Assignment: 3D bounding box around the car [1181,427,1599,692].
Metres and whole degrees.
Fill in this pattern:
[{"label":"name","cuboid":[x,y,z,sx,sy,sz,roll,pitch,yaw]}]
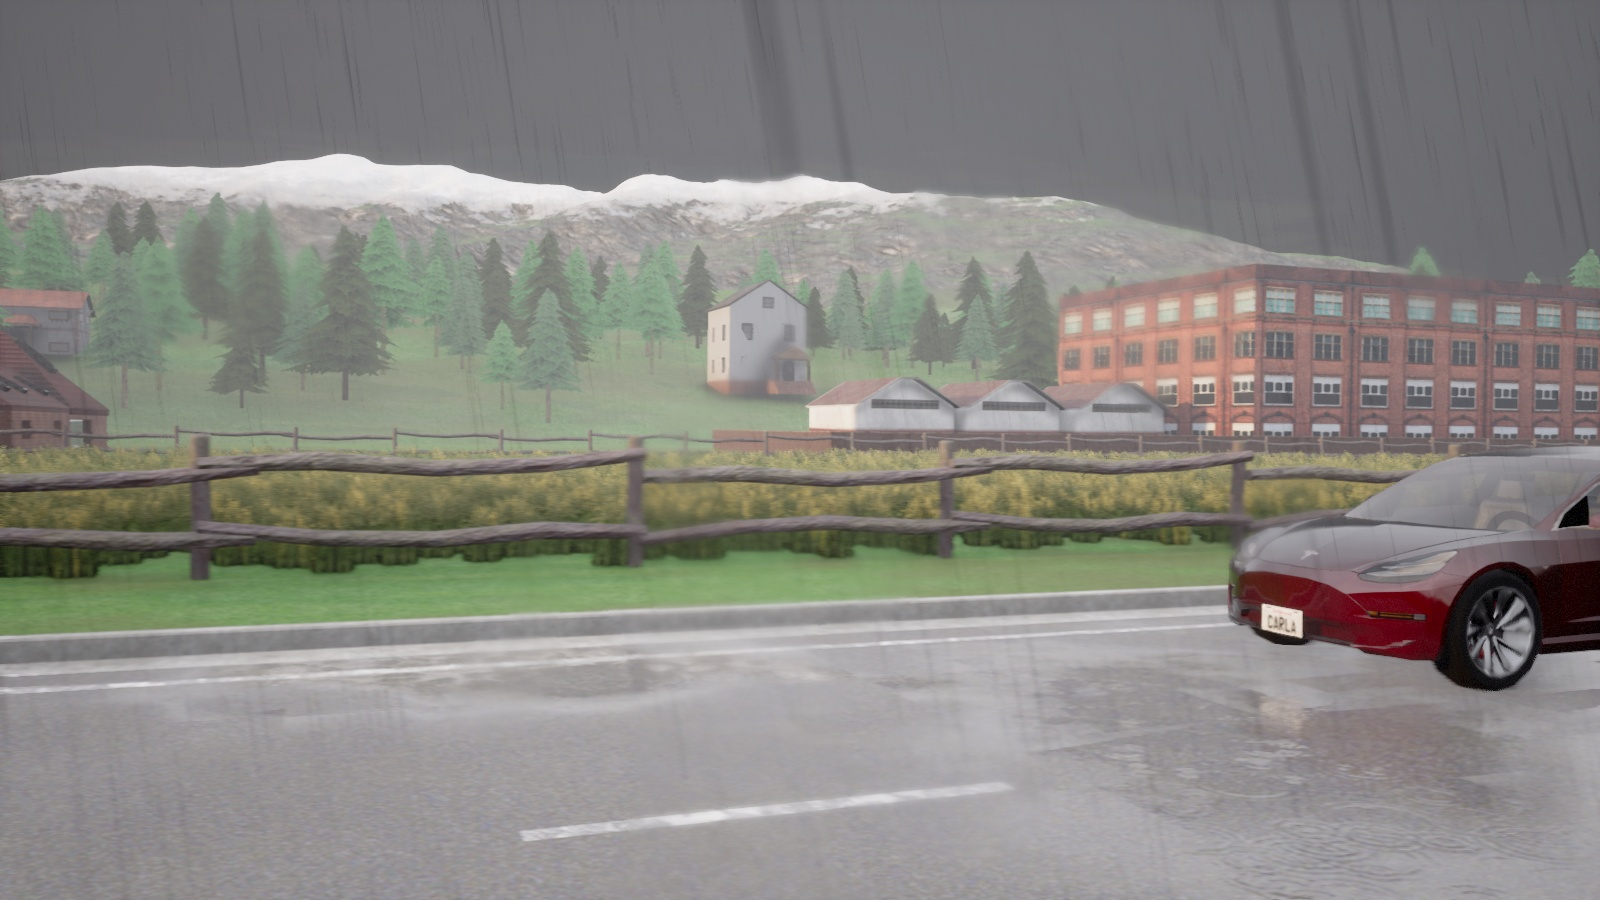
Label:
[{"label":"car","cuboid":[5.419,0.592,9.040,4.792,1.488,2.163,-1,1,-21]}]
